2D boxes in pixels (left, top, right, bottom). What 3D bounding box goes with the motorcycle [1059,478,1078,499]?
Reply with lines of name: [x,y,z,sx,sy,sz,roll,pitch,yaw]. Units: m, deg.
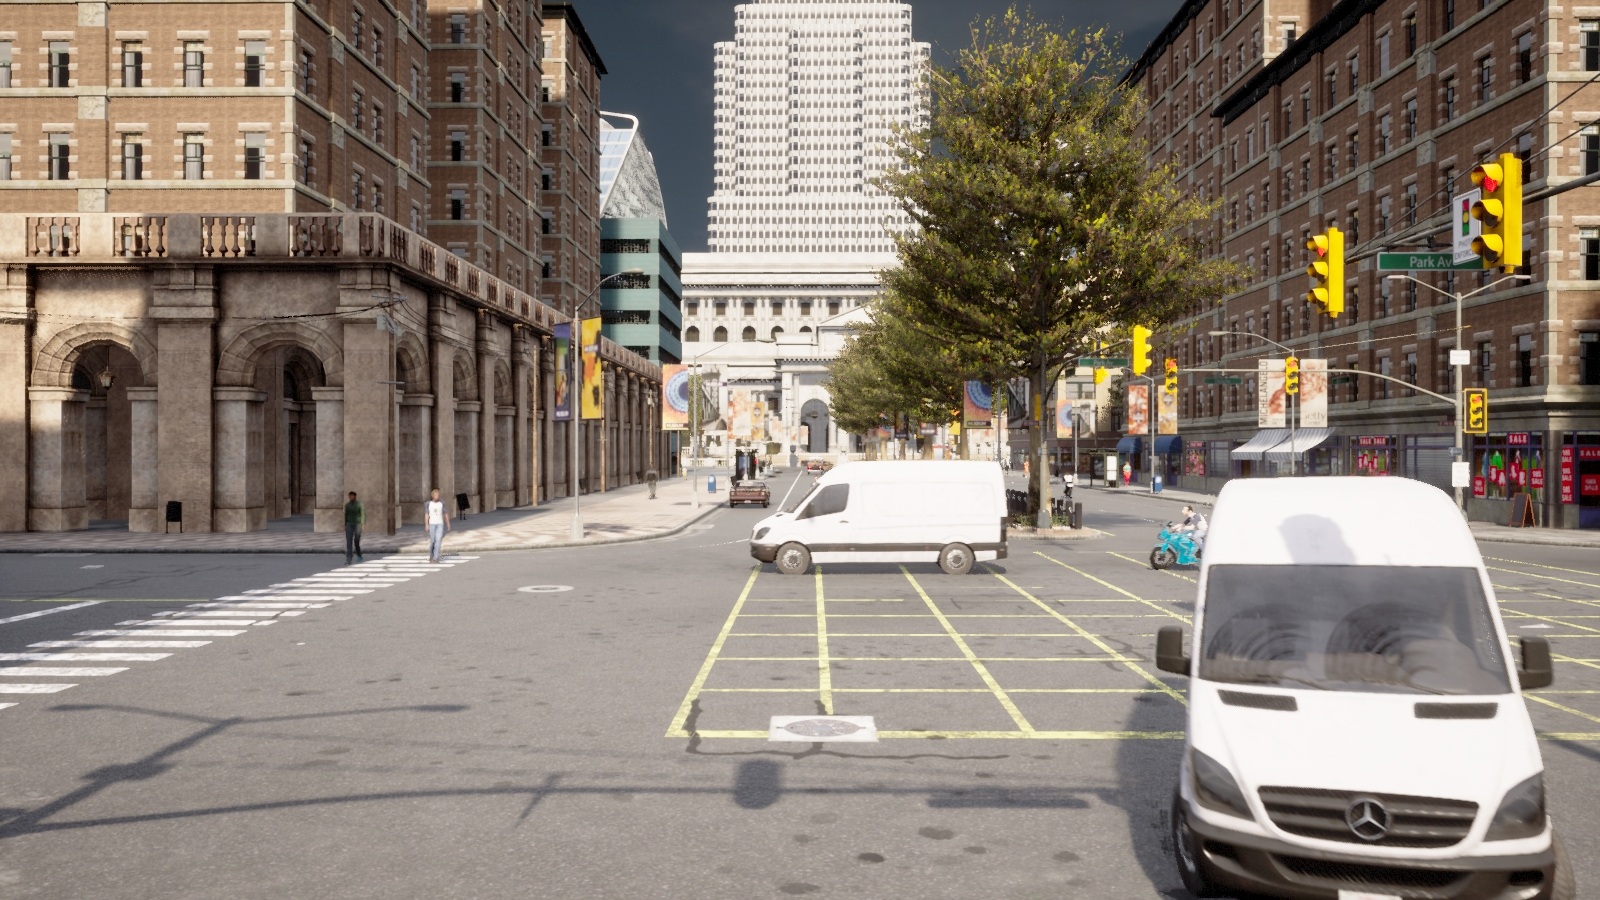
motorcycle: [15.617,2.213,66.573,0.803,1.145,2.033,-1,0,5]

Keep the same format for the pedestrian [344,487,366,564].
pedestrian: [-10.929,1.848,28.057,0.375,1.860,0.375,0,0,0]

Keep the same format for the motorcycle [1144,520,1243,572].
motorcycle: [9.097,2.213,26.469,2.033,1.145,0.803,0,0,0]

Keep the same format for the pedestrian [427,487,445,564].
pedestrian: [-8.978,1.849,28.211,0.375,1.860,0.375,0,0,-26]

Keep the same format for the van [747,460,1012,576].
van: [1.789,1.535,26.530,5.915,2.561,1.988,0,0,0]

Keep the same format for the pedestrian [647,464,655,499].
pedestrian: [-7.967,1.696,61.210,0.375,1.860,0.375,0,0,2]

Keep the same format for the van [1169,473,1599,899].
van: [4.093,1.534,8.754,1.988,2.561,5.915,-2,-1,21]
